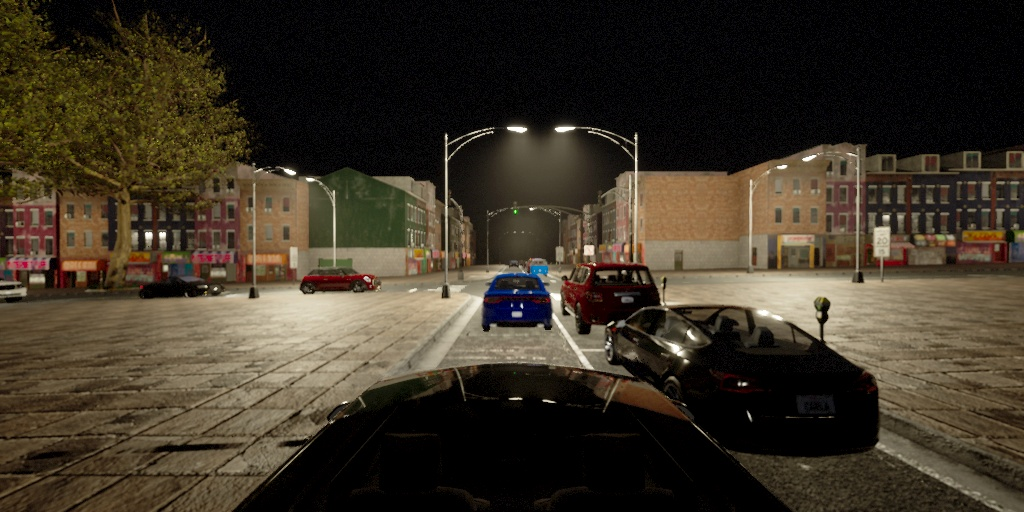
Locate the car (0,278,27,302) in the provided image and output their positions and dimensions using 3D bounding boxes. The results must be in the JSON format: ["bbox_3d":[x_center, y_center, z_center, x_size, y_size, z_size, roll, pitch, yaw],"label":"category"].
[{"bbox_3d":[-34.214,2.030,22.440,5.566,2.045,2.150,-2,0,1],"label":"car"}]

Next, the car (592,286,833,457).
[{"bbox_3d":[2.646,1.327,5.176,1.948,1.339,4.313,0,0,0],"label":"car"}]

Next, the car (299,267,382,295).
[{"bbox_3d":[-10.576,1.441,22.358,4.553,1.767,2.097,-2,0,0],"label":"car"}]

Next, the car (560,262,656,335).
[{"bbox_3d":[2.666,1.095,10.579,2.192,1.841,5.009,0,0,0],"label":"car"}]

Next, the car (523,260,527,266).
[{"bbox_3d":[2.780,1.225,42.345,2.192,1.841,5.009,0,0,0],"label":"car"}]

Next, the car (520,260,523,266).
[{"bbox_3d":[2.857,1.573,63.970,2.007,1.370,4.403,0,0,0],"label":"car"}]

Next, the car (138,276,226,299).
[{"bbox_3d":[-20.516,1.942,22.385,4.181,1.385,1.994,-2,0,0],"label":"car"}]

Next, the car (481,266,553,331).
[{"bbox_3d":[0.170,1.260,11.188,1.882,1.535,5.008,0,0,1],"label":"car"}]

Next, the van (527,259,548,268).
[{"bbox_3d":[2.760,1.226,36.939,1.690,1.789,3.998,0,0,0],"label":"van"}]
